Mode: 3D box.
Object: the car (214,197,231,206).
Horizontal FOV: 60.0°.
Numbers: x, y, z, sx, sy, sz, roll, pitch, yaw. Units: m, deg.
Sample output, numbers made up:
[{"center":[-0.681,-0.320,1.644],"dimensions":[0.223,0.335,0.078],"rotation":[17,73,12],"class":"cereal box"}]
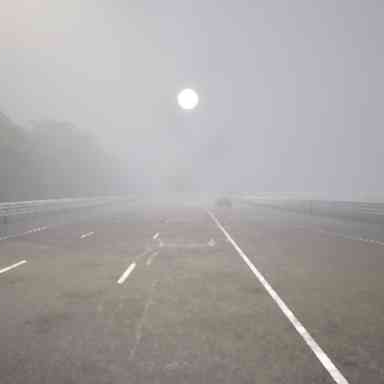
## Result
[{"center":[4.375,1.337,47.750],"dimensions":[1.994,1.385,4.181],"rotation":[0,0,-5],"class":"car"}]
